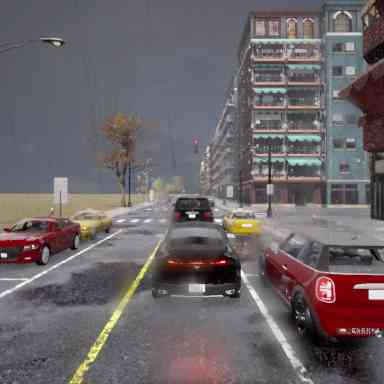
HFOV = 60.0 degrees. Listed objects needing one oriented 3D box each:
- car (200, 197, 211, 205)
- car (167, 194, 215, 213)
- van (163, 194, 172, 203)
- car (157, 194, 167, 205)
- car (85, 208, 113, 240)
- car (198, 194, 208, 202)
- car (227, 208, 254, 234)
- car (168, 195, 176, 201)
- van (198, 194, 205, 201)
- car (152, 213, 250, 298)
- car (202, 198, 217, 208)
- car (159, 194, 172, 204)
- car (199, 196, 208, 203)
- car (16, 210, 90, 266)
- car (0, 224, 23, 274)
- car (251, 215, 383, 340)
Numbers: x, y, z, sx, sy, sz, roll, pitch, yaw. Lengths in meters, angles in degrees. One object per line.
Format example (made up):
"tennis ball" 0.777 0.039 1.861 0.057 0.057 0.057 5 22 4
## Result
"car" 2.530 1.599 61.458 1.802 1.307 4.206 1 0 0
"car" 0.068 1.226 18.345 2.150 2.045 5.566 0 0 1
"van" -5.356 1.362 72.284 1.690 1.788 3.998 1 0 0
"car" -5.349 1.457 60.975 1.967 1.590 4.097 1 0 0
"car" -5.318 1.530 17.019 1.752 1.417 4.829 1 0 0
"car" 2.520 1.338 78.441 2.192 1.841 5.009 1 0 0
"car" 2.562 1.530 17.791 1.752 1.417 4.829 1 0 0
"car" -5.371 1.609 89.246 1.802 1.307 4.206 1 0 0
"van" 2.512 1.369 89.763 1.690 1.788 3.998 1 0 0
"car" 0.093 1.507 8.491 1.837 1.490 4.892 0 0 0
"car" 2.538 1.565 50.136 2.008 1.369 4.403 1 0 0
"car" -5.351 1.334 66.630 2.192 1.841 5.009 1 0 0
"car" 2.522 1.587 72.780 1.947 1.339 4.313 1 0 0
"car" -5.315 1.548 11.653 1.887 1.381 4.507 1 0 0
"car" -5.311 1.552 6.116 2.008 1.369 4.403 1 0 0
"car" 2.571 1.442 6.532 1.967 1.590 4.097 1 0 0
